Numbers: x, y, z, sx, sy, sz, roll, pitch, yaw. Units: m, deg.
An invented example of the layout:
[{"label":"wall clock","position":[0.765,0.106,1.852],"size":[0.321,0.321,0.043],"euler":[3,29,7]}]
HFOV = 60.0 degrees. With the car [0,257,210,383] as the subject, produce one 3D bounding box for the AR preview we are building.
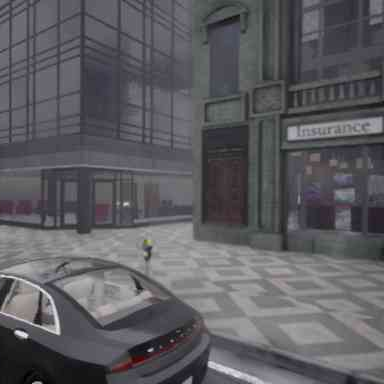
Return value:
[{"label":"car","position":[-1.857,1.535,4.285],"size":[4.403,1.369,2.008],"euler":[0,0,36]}]
